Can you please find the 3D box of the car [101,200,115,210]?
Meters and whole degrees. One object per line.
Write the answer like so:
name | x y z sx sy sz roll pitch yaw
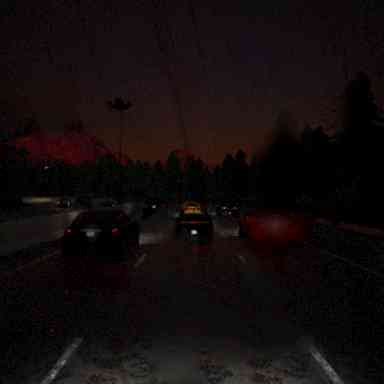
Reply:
car | -12.776 1.993 50.904 1.895 1.301 4.718 0 0 -11

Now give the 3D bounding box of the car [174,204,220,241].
car | 0.098 1.627 17.509 2.128 1.511 4.902 0 0 0

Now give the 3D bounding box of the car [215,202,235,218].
car | 3.444 1.749 33.295 2.128 1.511 4.902 0 0 -2

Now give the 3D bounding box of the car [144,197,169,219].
car | -3.505 1.472 32.457 2.150 2.045 5.566 0 0 -2

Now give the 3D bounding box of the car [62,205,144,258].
car | -3.404 1.455 13.307 2.097 1.767 4.553 0 0 0

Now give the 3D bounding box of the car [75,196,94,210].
car | -16.281 1.611 50.585 2.150 2.045 5.566 0 -1 -11

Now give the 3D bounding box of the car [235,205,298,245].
car | 3.598 1.479 16.410 2.097 1.767 4.553 0 0 0

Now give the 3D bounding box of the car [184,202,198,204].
car | -0.122 1.747 34.862 1.882 1.535 5.008 0 0 -2
